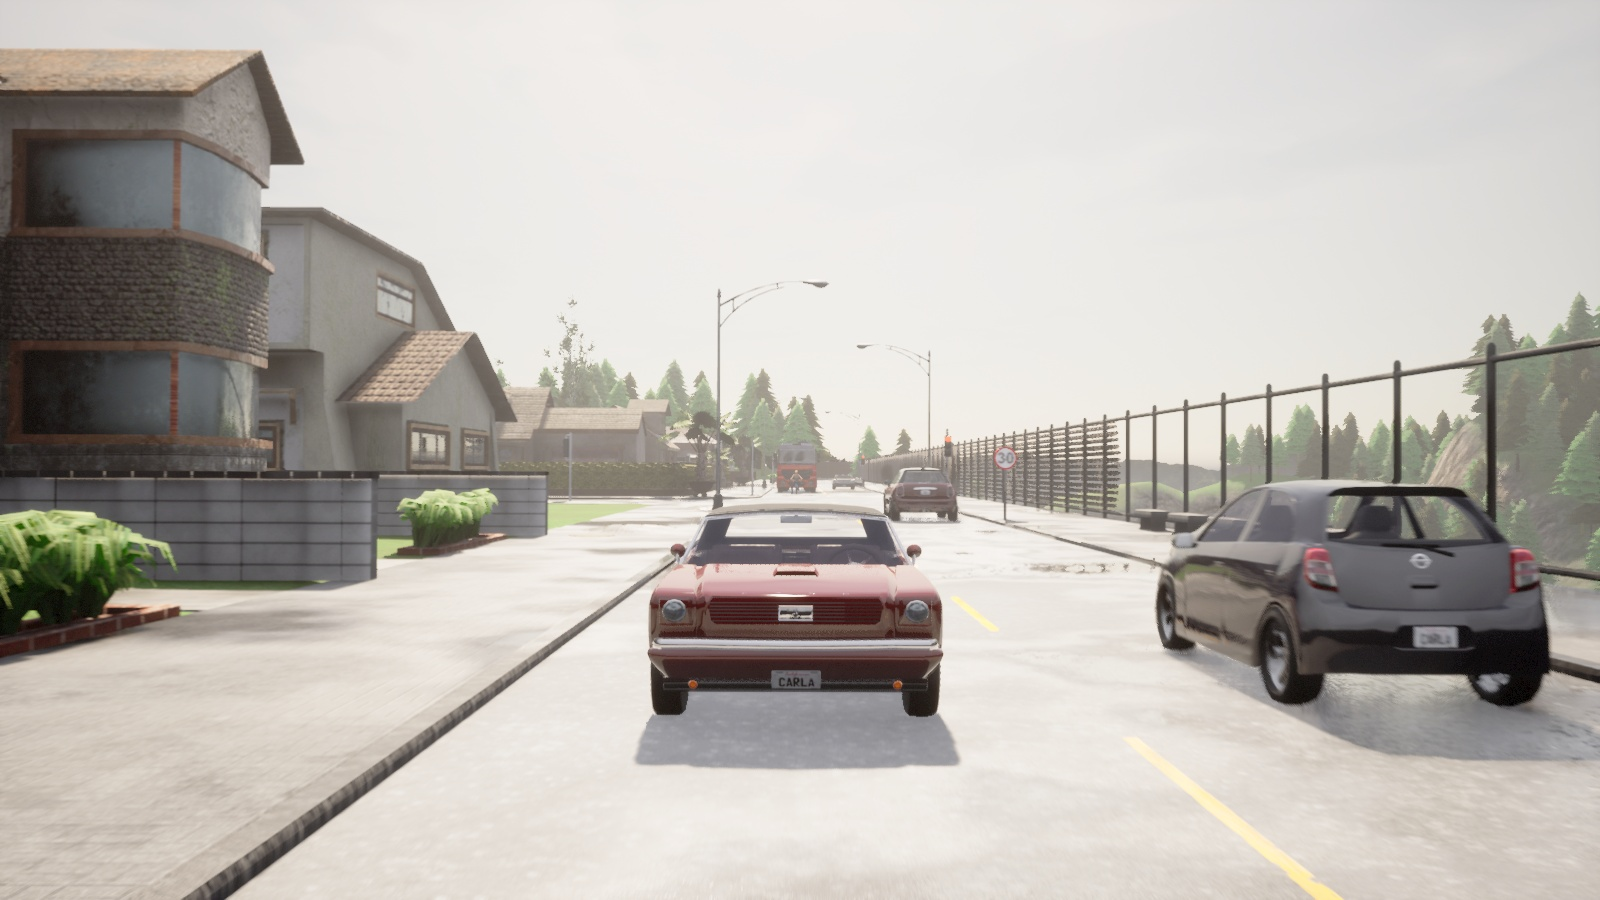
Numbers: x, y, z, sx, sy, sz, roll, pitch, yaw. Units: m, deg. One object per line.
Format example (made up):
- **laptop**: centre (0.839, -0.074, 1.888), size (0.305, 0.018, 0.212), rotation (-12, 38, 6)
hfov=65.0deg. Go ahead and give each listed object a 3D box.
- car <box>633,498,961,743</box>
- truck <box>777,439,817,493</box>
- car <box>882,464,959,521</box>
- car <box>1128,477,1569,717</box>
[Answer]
- **car**: centre (-0.023, 1.076, 9.622), size (1.895, 1.301, 4.718), rotation (0, -1, 0)
- **truck**: centre (-0.234, 1.222, 93.889), size (2.891, 3.827, 8.468), rotation (0, -1, 0)
- **car**: centre (3.899, 1.350, 41.350), size (2.097, 1.767, 4.553), rotation (0, -1, 0)
- **car**: centre (3.976, 0.977, 9.837), size (1.845, 1.501, 3.633), rotation (0, -1, 0)
